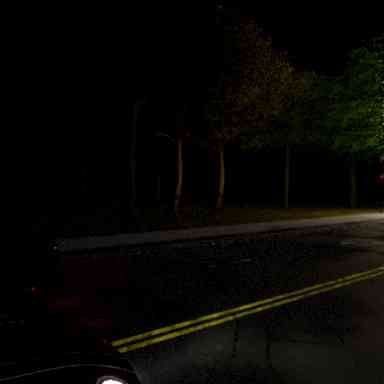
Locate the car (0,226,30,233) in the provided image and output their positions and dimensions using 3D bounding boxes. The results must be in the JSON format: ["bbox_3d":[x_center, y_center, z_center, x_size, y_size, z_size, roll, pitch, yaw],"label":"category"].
[{"bbox_3d":[-5.537,1.526,7.720,4.674,1.442,1.812,0,0,-36],"label":"car"}]

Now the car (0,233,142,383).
[{"bbox_3d":[-2.432,1.356,1.705,4.553,1.767,2.097,0,0,-35],"label":"car"}]

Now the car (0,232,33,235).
[{"bbox_3d":[-4.832,1.553,4.232,5.357,1.411,2.033,0,0,-35],"label":"car"}]
